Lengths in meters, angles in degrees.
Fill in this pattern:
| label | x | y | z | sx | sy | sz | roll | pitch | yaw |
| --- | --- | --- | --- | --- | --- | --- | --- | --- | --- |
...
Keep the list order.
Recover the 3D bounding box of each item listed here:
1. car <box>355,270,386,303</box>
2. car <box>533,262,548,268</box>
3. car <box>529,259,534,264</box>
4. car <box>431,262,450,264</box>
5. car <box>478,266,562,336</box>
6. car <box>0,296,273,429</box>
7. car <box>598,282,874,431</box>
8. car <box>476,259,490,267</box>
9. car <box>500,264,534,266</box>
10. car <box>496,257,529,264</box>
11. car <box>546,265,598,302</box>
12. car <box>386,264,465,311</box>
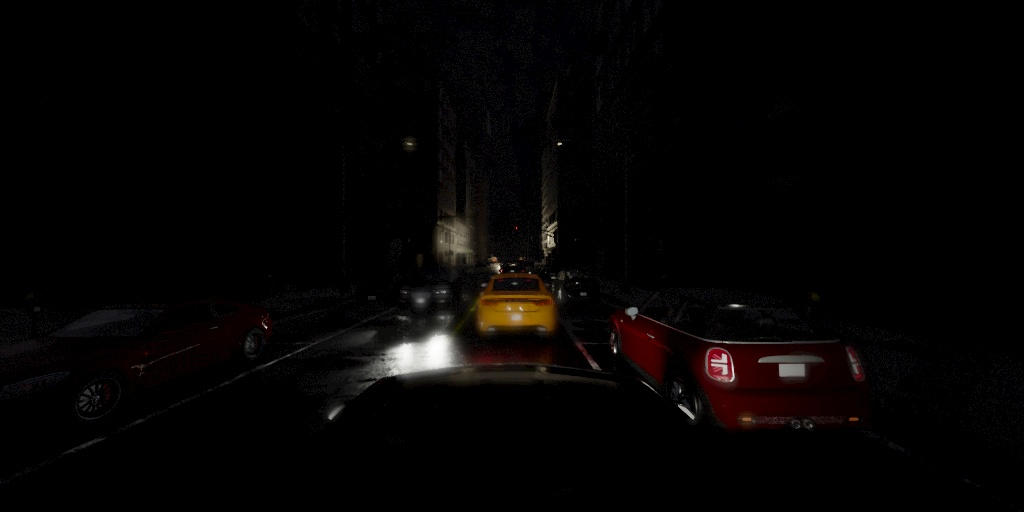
| label | x | y | z | sx | sy | sz | roll | pitch | yaw |
| --- | --- | --- | --- | --- | --- | --- | --- | --- | --- |
| car | -5.640 | 1.317 | 16.618 | 1.948 | 1.339 | 4.313 | 0 | 0 | 0 |
| car | 2.907 | 1.319 | 27.604 | 1.948 | 1.339 | 4.313 | 0 | 0 | 0 |
| car | 3.013 | 1.232 | 64.693 | 1.967 | 1.591 | 4.097 | 0 | 0 | 0 |
| car | -5.619 | 1.193 | 27.621 | 1.967 | 1.591 | 4.097 | 0 | 0 | 0 |
| car | 0.114 | 1.228 | 10.487 | 1.882 | 1.535 | 5.008 | 0 | 0 | 0 |
| car | -5.661 | 1.332 | 5.616 | 1.802 | 1.307 | 4.207 | 0 | 0 | 0 |
| car | 2.864 | 1.190 | 5.599 | 1.967 | 1.591 | 4.097 | 0 | 0 | 0 |
| car | -5.512 | 1.375 | 64.722 | 1.802 | 1.307 | 4.207 | 0 | 0 | 0 |
| car | 0.135 | 1.315 | 19.475 | 1.994 | 1.385 | 4.181 | 0 | 0 | 0 |
| car | 0.081 | 1.105 | 28.207 | 2.097 | 1.767 | 4.553 | 0 | 0 | 1 |
| car | 2.885 | 1.301 | 16.601 | 2.007 | 1.370 | 4.403 | 0 | 0 | 0 |
| car | -3.066 | 1.242 | 14.483 | 2.128 | 1.511 | 4.902 | 0 | 0 | 0 |
